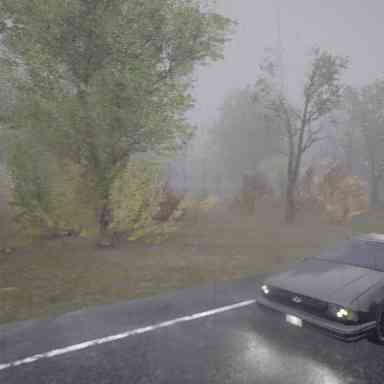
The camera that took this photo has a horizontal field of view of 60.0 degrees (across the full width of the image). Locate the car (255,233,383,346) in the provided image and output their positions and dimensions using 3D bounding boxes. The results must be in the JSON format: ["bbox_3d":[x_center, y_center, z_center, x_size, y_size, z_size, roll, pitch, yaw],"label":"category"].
[{"bbox_3d":[3.733,1.578,6.593,5.357,1.411,2.033,0,0,-35],"label":"car"}]
